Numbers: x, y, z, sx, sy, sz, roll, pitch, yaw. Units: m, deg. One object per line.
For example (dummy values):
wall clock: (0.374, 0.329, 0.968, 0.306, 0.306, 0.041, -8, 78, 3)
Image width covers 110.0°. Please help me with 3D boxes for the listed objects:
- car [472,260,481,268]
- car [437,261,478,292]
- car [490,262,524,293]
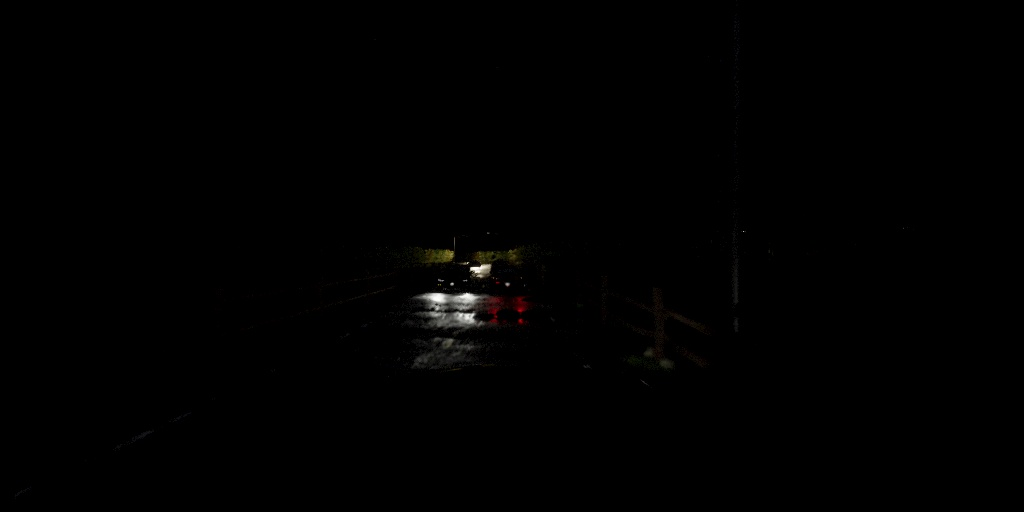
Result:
car: (-6.503, 1.379, 62.905, 1.994, 1.385, 4.181, 0, 0, -6)
car: (-3.285, 1.248, 21.497, 1.837, 1.490, 4.892, 1, 0, -2)
car: (-0.312, 1.273, 20.784, 1.812, 1.442, 4.674, 0, 0, -2)
